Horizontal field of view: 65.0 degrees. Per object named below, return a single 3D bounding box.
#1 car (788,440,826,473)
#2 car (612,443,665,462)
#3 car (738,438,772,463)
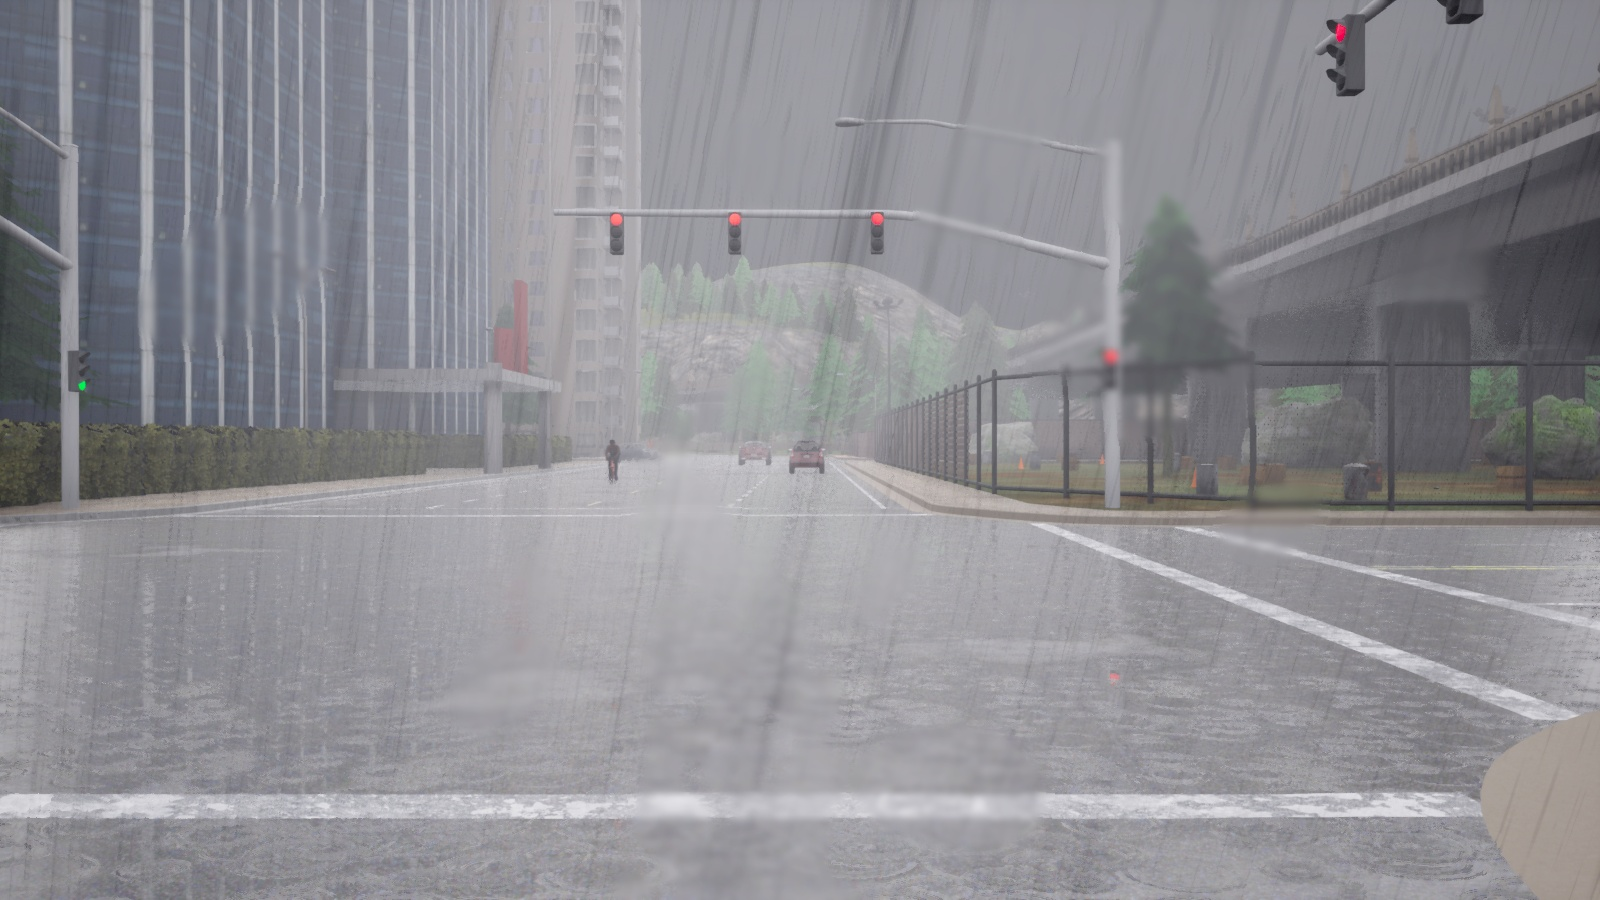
[{"bbox_3d":[0.342,0.292,62.590,1.851,1.617,3.988,0,0,0],"label":"car"},{"bbox_3d":[-12.365,0.167,96.108,3.806,1.475,1.970,0,0,39],"label":"car"},{"bbox_3d":[-3.036,0.037,85.717,2.152,1.651,5.027,0,0,0],"label":"car"}]
